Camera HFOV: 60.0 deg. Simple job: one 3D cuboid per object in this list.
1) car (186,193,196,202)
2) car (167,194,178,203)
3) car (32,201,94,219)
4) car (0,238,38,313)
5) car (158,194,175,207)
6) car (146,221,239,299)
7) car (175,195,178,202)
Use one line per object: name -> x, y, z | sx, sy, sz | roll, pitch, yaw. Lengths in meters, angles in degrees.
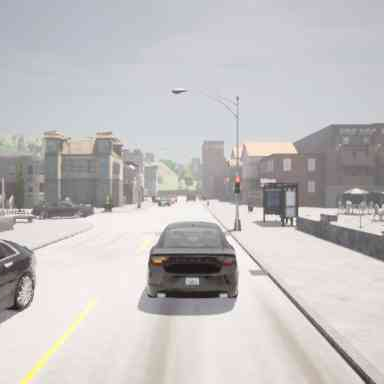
car -> -0.205, 1.188, 76.660 | 2.150, 2.045, 5.566 | 0, 0, 0
car -> -4.190, 1.329, 71.142 | 2.097, 1.767, 4.553 | 0, 0, 0
car -> -10.798, 1.495, 28.070 | 4.892, 1.490, 1.837 | 0, 0, -7
car -> -4.087, 1.503, 4.947 | 1.837, 1.490, 4.892 | 0, 0, 0
car -> -4.232, 1.472, 51.979 | 2.128, 1.511, 4.902 | 0, 0, 0
car -> 0.028, 1.474, 8.534 | 1.882, 1.535, 5.008 | 0, 0, 0
car -> -4.229, 1.329, 61.079 | 2.097, 1.767, 4.553 | 0, 0, 0
